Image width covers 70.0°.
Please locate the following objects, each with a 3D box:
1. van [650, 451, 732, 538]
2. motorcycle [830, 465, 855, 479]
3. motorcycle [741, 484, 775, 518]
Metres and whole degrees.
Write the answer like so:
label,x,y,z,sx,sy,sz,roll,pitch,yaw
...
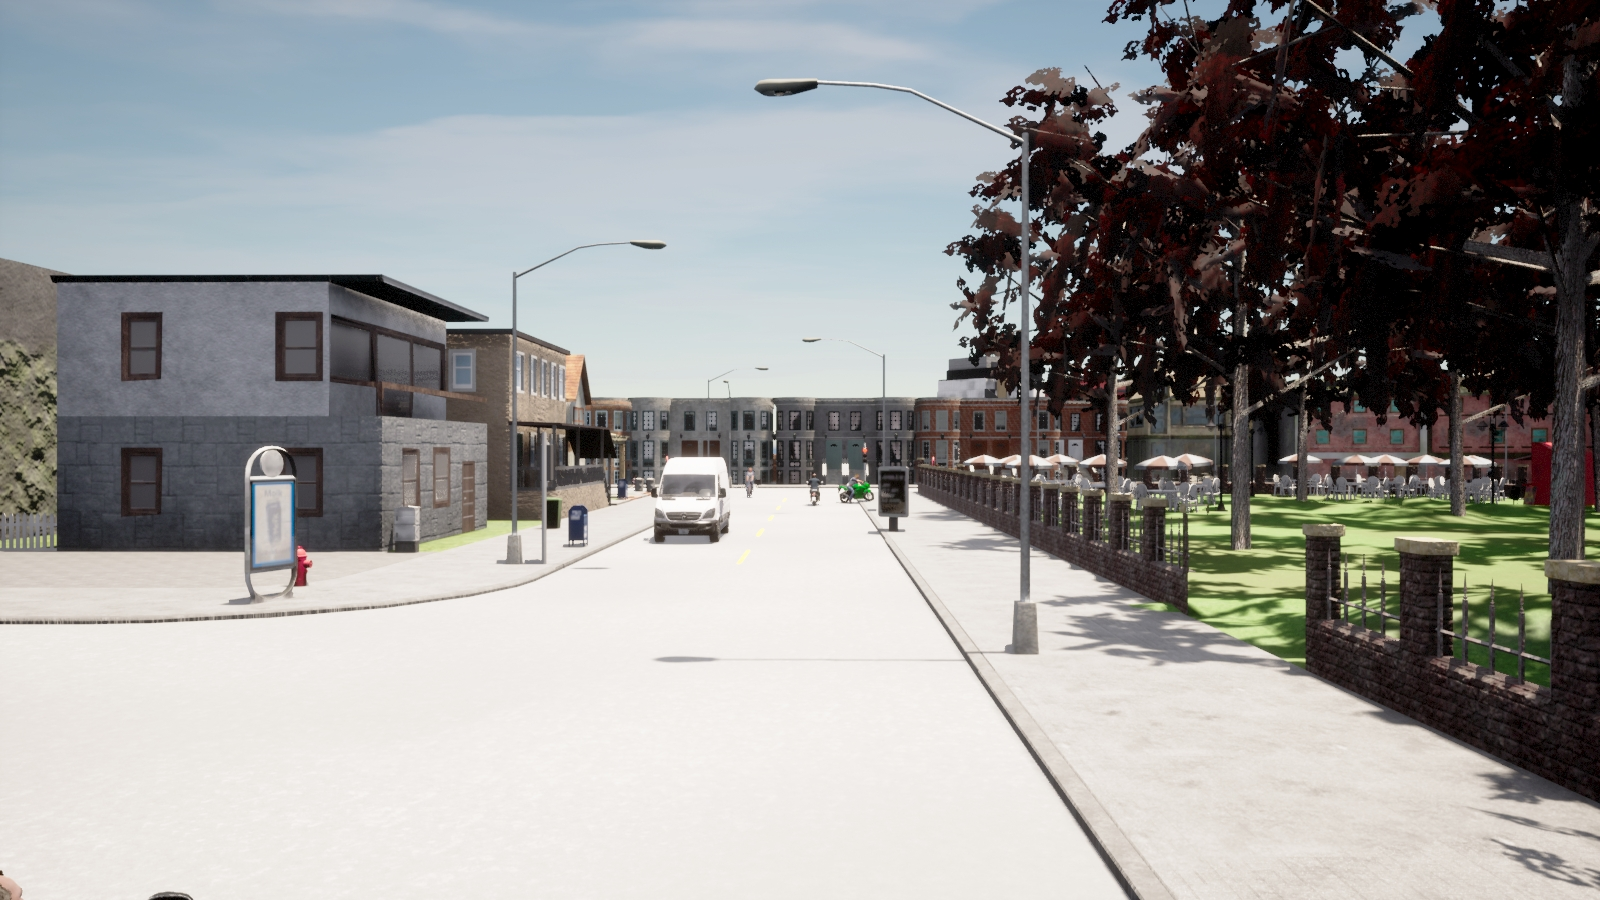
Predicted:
label,x,y,z,sx,sy,sz,roll,pitch,yaw
van,-3.393,1.314,36.728,1.988,2.561,5.915,0,0,1
motorcycle,3.779,1.939,101.151,2.033,1.145,0.803,-5,-2,27
motorcycle,-1.677,1.985,45.065,0.867,1.251,2.209,0,0,-15
